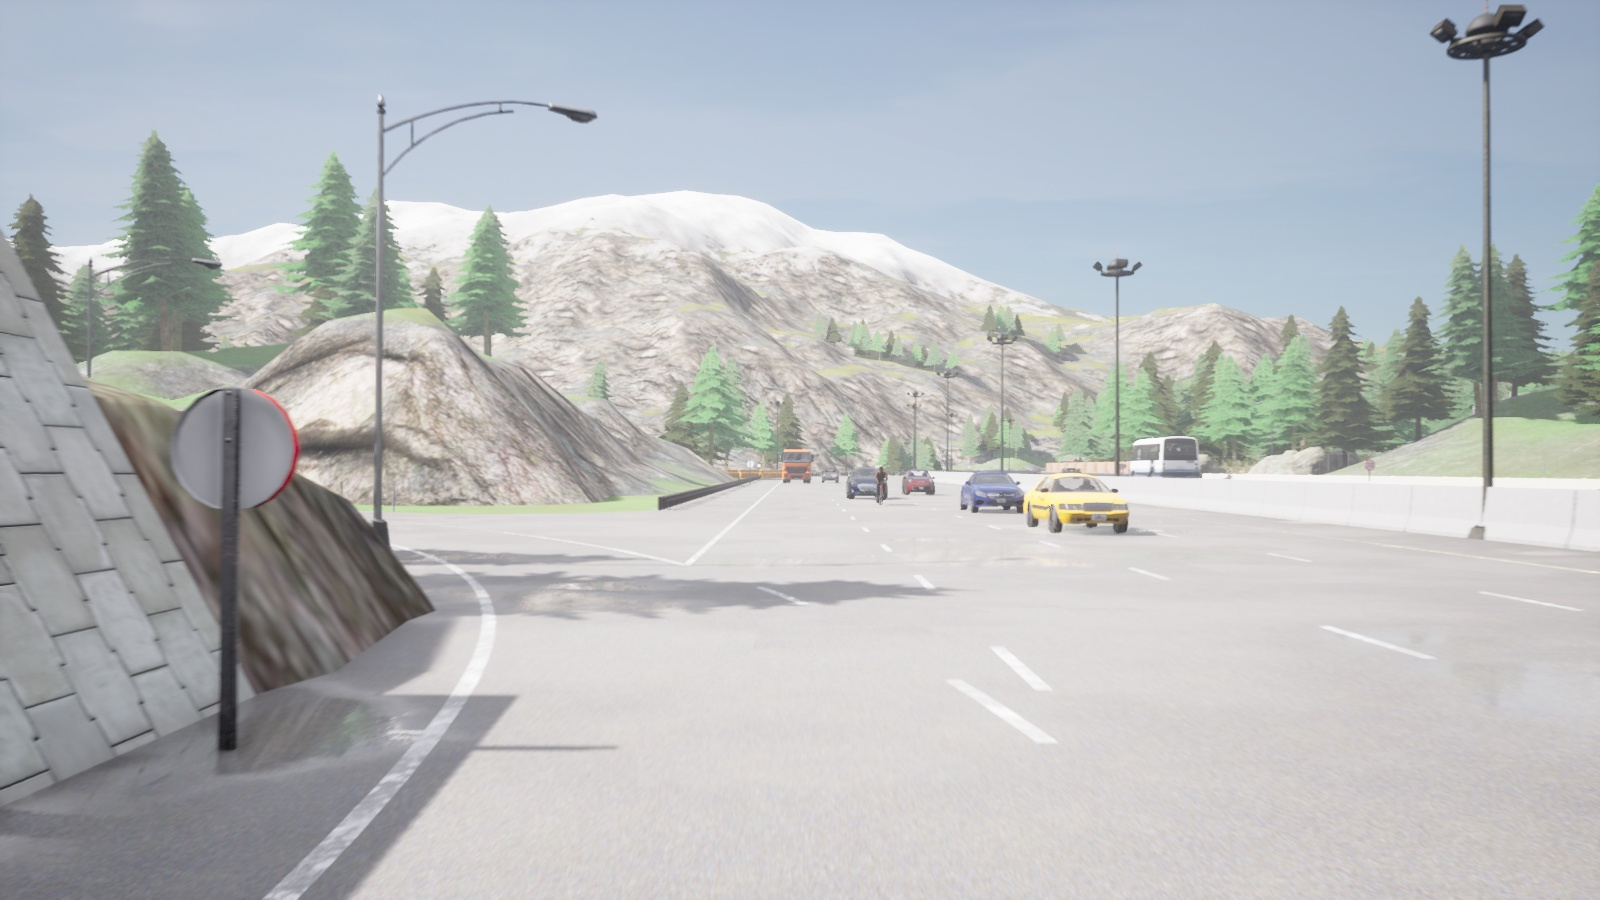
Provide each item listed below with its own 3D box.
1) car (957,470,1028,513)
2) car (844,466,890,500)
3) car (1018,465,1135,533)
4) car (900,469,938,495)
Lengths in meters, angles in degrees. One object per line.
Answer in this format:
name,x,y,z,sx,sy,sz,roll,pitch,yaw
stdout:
car,6.892,1.452,45.415,1.812,1.442,4.674,0,-1,0
car,3.353,1.627,63.484,2.033,1.649,4.856,0,-1,0
car,6.923,1.176,32.025,1.801,1.575,5.366,0,-1,0
car,6.828,1.821,72.215,1.845,1.501,3.633,0,-1,0
